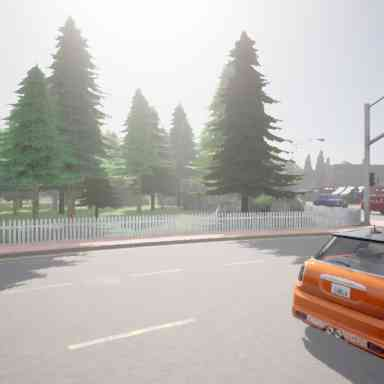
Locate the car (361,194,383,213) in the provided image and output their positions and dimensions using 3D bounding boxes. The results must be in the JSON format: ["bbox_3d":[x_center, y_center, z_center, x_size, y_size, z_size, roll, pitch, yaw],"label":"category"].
[{"bbox_3d":[19.339,1.277,33.199,2.150,2.045,5.566,0,0,-8],"label":"car"}]

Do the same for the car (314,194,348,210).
[{"bbox_3d":[17.968,1.277,43.464,2.150,2.045,5.566,0,0,-8],"label":"car"}]

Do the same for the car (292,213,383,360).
[{"bbox_3d":[3.926,1.352,5.437,4.553,1.767,2.097,0,0,-26],"label":"car"}]
